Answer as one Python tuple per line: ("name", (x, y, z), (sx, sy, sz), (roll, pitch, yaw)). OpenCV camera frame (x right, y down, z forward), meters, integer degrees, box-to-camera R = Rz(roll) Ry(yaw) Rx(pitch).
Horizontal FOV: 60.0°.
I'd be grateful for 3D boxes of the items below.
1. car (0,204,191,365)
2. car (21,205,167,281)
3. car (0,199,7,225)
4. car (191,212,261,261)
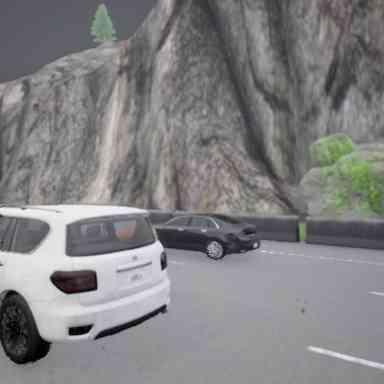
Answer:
("car", (-2.953, 1.245, 6.099), (5.566, 2.045, 2.150), (0, 0, 36))
("car", (-3.209, 1.382, 10.581), (4.553, 1.767, 2.097), (0, 0, 36))
("car", (-15.218, 1.360, 23.449), (4.553, 1.767, 2.097), (0, 0, 36))
("car", (0.146, 1.532, 12.488), (4.892, 1.490, 1.837), (0, 0, 36))
